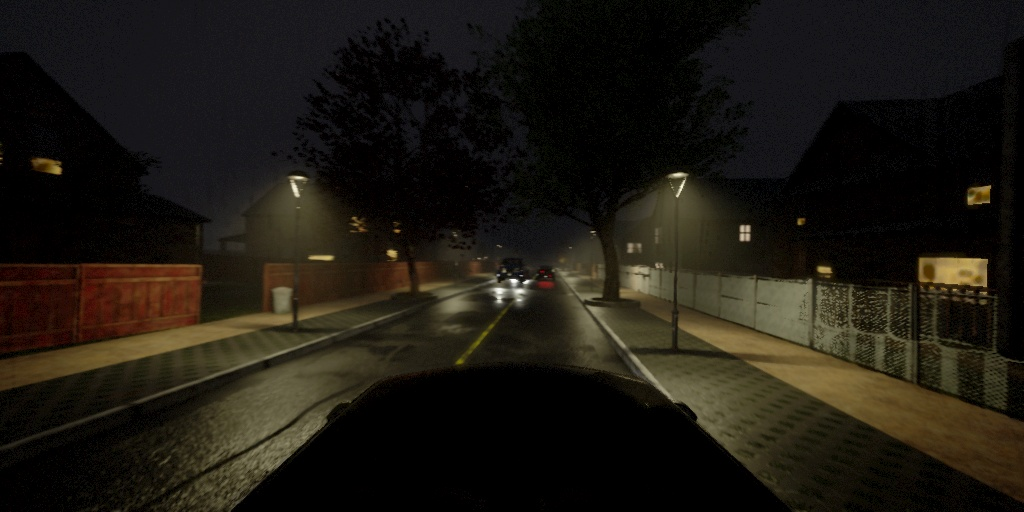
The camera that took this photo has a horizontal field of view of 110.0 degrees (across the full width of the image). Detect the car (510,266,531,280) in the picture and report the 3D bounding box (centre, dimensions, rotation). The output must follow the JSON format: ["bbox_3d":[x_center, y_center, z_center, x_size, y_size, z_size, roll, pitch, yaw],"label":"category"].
[{"bbox_3d":[1.001,1.807,40.058,1.994,1.385,4.181,1,-1,6],"label":"car"}]

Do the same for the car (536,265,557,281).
[{"bbox_3d":[3.522,1.759,37.047,1.837,1.490,4.892,1,-1,6],"label":"car"}]

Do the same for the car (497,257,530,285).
[{"bbox_3d":[0.076,1.144,30.877,2.150,2.045,5.566,1,-1,6],"label":"car"}]
